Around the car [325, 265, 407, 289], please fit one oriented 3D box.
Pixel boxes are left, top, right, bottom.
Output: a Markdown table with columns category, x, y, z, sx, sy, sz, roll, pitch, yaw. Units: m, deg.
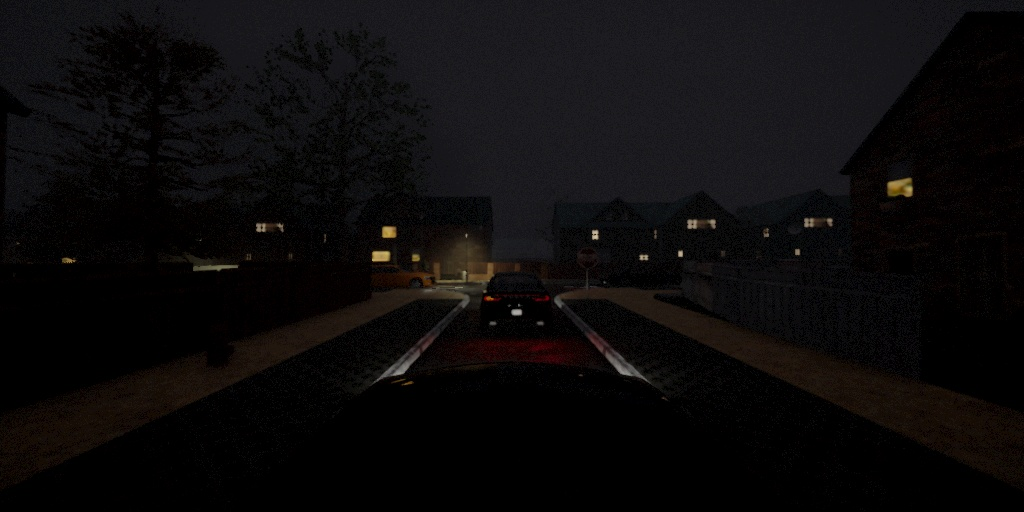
| category | x | y | z | sx | sy | sz | roll | pitch | yaw |
| --- | --- | --- | --- | --- | --- | --- | --- | --- | --- |
| car | -9.905 | 1.401 | 24.613 | 4.892 | 1.490 | 1.837 | -1 | -1 | 1 |

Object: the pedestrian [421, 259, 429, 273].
| category | x | y | z | sx | sy | sz | roll | pitch | yaw |
| --- | --- | --- | --- | --- | --- | --- | --- | --- | --- |
| pedestrian | -6.721 | 1.075 | 27.490 | 0.375 | 1.860 | 0.375 | 0 | -1 | 1 |

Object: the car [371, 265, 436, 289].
| category | x | y | z | sx | sy | sz | roll | pitch | yaw |
| --- | --- | --- | --- | --- | --- | --- | --- | --- | --- |
| car | -7.141 | 1.276 | 21.629 | 5.008 | 1.535 | 1.882 | -1 | -1 | 1 |

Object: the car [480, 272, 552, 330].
| category | x | y | z | sx | sy | sz | roll | pitch | yaw |
| --- | --- | --- | --- | --- | --- | --- | --- | --- | --- |
| car | 0.068 | 1.216 | 11.068 | 1.882 | 1.535 | 5.008 | 0 | 0 | -1 |

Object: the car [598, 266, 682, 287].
| category | x | y | z | sx | sy | sz | roll | pitch | yaw |
| --- | --- | --- | --- | --- | --- | --- | --- | --- | --- |
| car | 7.786 | 1.267 | 21.696 | 4.718 | 1.301 | 1.895 | 0 | -1 | -4 |

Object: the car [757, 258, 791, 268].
| category | x | y | z | sx | sy | sz | roll | pitch | yaw |
| --- | --- | --- | --- | --- | --- | --- | --- | --- | --- |
| car | 17.301 | 1.003 | 24.271 | 4.553 | 1.767 | 2.097 | 0 | -1 | 1 |
